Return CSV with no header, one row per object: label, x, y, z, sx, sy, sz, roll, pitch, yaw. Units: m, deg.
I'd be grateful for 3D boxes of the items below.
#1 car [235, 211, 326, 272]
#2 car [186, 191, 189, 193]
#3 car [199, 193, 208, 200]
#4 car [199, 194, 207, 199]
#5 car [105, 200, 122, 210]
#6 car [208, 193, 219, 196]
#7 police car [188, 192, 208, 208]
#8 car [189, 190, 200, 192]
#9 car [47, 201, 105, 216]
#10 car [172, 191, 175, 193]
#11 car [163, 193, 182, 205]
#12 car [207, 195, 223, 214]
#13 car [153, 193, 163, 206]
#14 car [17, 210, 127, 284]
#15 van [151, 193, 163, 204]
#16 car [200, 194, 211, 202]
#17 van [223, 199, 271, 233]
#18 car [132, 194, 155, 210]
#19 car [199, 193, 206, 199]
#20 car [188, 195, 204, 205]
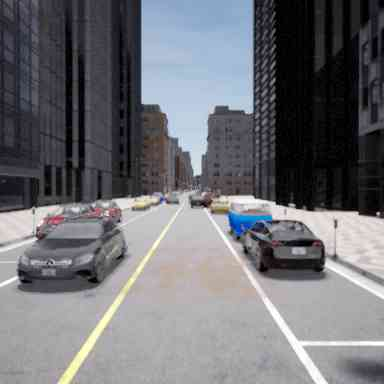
car,2.678,1.500,10.405,1.947,1.339,4.313,0,0,0
car,0.081,0.996,77.920,1.994,1.385,4.181,0,0,0
car,2.748,1.035,78.073,1.967,1.590,4.097,0,0,0
car,2.754,1.142,83.713,1.802,1.307,4.206,0,0,0
car,-5.836,1.313,21.706,1.967,1.590,4.097,0,0,0
car,2.712,1.092,44.235,2.192,1.841,5.009,0,0,0
police car,0.803,1.200,43.828,1.930,1.638,5.238,-1,0,1
car,0.962,1.054,59.672,2.097,1.767,4.553,0,0,0
car,-5.842,1.342,16.068,1.967,1.590,4.097,0,0,0
car,-5.778,1.035,78.107,1.967,1.590,4.097,0,0,0
car,-3.017,1.304,52.242,1.994,1.385,4.181,0,0,0
car,2.701,1.348,33.168,1.752,1.417,4.829,0,0,1
car,-5.808,1.277,49.735,1.752,1.417,4.829,0,0,0
car,-3.092,1.464,9.522,1.812,1.442,4.674,0,0,0
van,-5.802,1.065,55.546,1.690,1.788,3.998,0,0,0
car,2.737,1.214,66.795,2.008,1.369,4.403,0,0,0
van,2.683,1.243,16.043,1.690,1.788,3.998,0,0,0
car,-5.826,1.324,38.422,1.752,1.417,4.829,0,0,1
car,2.760,1.069,89.352,1.887,1.381,4.507,0,0,0
car,0.595,1.211,53.610,1.882,1.535,5.008,0,0,-8
